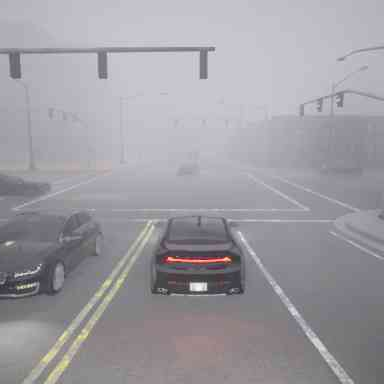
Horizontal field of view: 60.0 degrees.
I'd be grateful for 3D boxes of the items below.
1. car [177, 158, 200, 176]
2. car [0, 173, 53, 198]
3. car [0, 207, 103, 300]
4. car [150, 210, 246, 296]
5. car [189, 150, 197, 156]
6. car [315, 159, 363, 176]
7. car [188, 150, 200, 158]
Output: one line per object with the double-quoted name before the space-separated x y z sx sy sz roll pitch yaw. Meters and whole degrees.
"car" -0.321 -2.557 36.272 2.033 1.411 5.357 1 9 9
"car" -11.733 -0.342 21.701 4.718 1.301 1.895 0 8 0
"car" -3.574 1.208 8.120 1.837 1.490 4.892 0 4 0
"car" 0.115 1.200 8.059 1.837 1.490 4.892 0 4 0
"car" 0.283 -10.446 89.580 2.033 1.411 5.357 0 8 0
"car" 15.666 -2.655 35.543 4.553 1.767 2.097 0 8 0
"car" 0.309 -7.281 65.991 2.150 2.045 5.566 0 8 0
